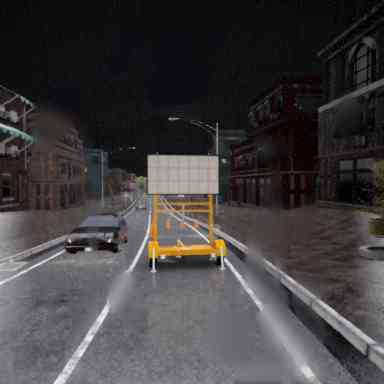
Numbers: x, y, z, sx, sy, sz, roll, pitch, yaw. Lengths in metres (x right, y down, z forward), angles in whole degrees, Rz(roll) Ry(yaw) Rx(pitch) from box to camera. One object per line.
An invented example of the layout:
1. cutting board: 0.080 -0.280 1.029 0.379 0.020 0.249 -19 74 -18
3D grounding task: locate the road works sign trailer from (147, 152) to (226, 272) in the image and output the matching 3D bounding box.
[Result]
1. road works sign trailer: -0.301 0.497 10.956 2.380 3.560 2.880 0 -1 -9

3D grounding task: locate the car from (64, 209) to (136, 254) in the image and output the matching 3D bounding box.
1. car: -3.749 1.629 14.084 2.033 1.411 5.357 0 -1 -4

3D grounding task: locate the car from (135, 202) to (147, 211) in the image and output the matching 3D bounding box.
1. car: -8.767 2.441 57.282 2.128 1.511 4.902 0 0 -7
